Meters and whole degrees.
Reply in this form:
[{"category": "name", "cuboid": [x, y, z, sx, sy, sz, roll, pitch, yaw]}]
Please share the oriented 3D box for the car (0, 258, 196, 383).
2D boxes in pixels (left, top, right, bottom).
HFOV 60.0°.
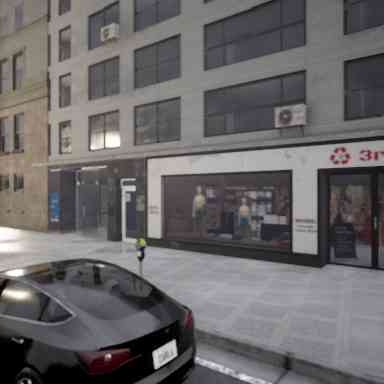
[{"category": "car", "cuboid": [-1.941, 1.568, 4.358, 4.313, 1.339, 1.947, 0, 0, 36]}]
